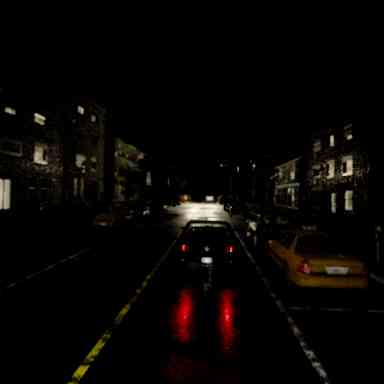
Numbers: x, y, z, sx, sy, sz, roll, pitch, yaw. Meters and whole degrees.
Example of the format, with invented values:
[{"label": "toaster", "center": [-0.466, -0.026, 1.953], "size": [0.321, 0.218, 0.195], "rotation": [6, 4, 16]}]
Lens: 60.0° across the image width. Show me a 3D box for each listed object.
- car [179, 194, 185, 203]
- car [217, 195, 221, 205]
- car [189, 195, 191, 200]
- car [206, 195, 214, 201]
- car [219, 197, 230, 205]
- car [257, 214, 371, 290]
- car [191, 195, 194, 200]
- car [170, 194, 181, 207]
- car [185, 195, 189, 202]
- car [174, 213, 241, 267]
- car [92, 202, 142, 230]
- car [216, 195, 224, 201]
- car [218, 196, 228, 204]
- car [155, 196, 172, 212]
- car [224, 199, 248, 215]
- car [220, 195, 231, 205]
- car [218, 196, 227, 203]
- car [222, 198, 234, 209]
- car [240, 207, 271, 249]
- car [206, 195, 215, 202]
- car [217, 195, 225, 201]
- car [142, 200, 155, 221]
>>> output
[{"label": "car", "center": [-2.799, 1.213, 53.689], "size": [2.192, 1.841, 5.009], "rotation": [2, 0, 3]}, {"label": "car", "center": [5.872, 1.393, 58.750], "size": [2.192, 1.841, 5.009], "rotation": [2, 0, 3]}, {"label": "car", "center": [-1.886, 1.348, 70.263], "size": [1.967, 1.590, 4.097], "rotation": [2, 0, 3]}, {"label": "car", "center": [4.764, 1.448, 87.629], "size": [1.837, 1.490, 4.892], "rotation": [1, 0, 3]}, {"label": "car", "center": [6.170, 1.647, 64.274], "size": [1.947, 1.339, 4.313], "rotation": [2, 0, 3]}, {"label": "car", "center": [3.126, 1.587, 9.198], "size": [1.752, 1.417, 4.829], "rotation": [2, 0, 3]}, {"label": "car", "center": [-0.960, 1.443, 88.314], "size": [1.752, 1.417, 4.829], "rotation": [2, 0, 3]}, {"label": "car", "center": [-3.120, 1.421, 47.995], "size": [1.752, 1.417, 4.829], "rotation": [2, 0, 3]}, {"label": "car", "center": [-2.196, 1.486, 64.739], "size": [1.802, 1.307, 4.206], "rotation": [2, 0, 3]}, {"label": "car", "center": [0.547, 1.606, 11.463], "size": [1.895, 1.301, 4.718], "rotation": [1, 0, 3]}, {"label": "car", "center": [-4.647, 1.413, 20.371], "size": [1.752, 1.417, 4.829], "rotation": [2, 0, 3]}, {"label": "car", "center": [7.939, 1.654, 94.440], "size": [2.008, 1.369, 4.403], "rotation": [2, 0, 3]}, {"label": "car", "center": [6.475, 1.650, 69.799], "size": [1.947, 1.339, 4.313], "rotation": [2, 0, 3]}, {"label": "car", "center": [-3.723, 1.474, 37.116], "size": [1.802, 1.307, 4.206], "rotation": [2, 0, 3]}, {"label": "car", "center": [4.338, 1.618, 31.127], "size": [2.008, 1.369, 4.403], "rotation": [2, 0, 3]}, {"label": "car", "center": [4.952, 1.511, 42.176], "size": [1.967, 1.590, 4.097], "rotation": [2, 0, 3]}, {"label": "car", "center": [6.772, 1.632, 75.017], "size": [1.887, 1.381, 4.507], "rotation": [2, 0, 3]}, {"label": "car", "center": [4.642, 1.651, 36.652], "size": [1.802, 1.307, 4.206], "rotation": [2, 0, 3]}, {"label": "car", "center": [3.421, 1.613, 14.553], "size": [2.008, 1.369, 4.403], "rotation": [2, 0, 3]}, {"label": "car", "center": [4.210, 1.549, 77.641], "size": [1.812, 1.442, 4.674], "rotation": [1, 0, 3]}, {"label": "car", "center": [7.446, 1.621, 86.234], "size": [1.752, 1.417, 4.829], "rotation": [2, 0, 3]}, {"label": "car", "center": [-4.334, 1.471, 26.066], "size": [1.802, 1.307, 4.206], "rotation": [2, 0, 3]}]
